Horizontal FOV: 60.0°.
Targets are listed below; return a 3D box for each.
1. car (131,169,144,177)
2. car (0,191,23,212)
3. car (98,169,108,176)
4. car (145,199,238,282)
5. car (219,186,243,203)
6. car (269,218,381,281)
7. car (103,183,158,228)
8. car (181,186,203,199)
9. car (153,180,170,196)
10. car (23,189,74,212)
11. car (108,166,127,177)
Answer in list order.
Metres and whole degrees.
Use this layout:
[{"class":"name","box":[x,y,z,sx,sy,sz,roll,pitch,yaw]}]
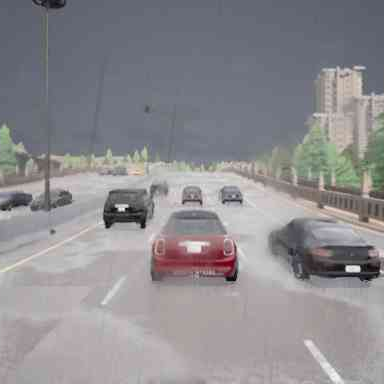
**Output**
[{"class":"car","box":[-10.672,-3.816,65.565,1.882,1.535,5.008,0,7,0]},{"class":"car","box":[-14.163,0.623,25.636,2.033,1.411,5.357,0,5,0]},{"class":"car","box":[-17.671,-4.001,67.860,1.994,1.385,4.181,0,6,0]},{"class":"car","box":[0.060,1.289,9.761,2.097,1.767,4.553,0,1,0]},{"class":"car","box":[3.520,0.167,30.478,2.033,1.411,5.357,0,6,0]},{"class":"car","box":[3.560,1.466,9.642,1.812,1.442,4.674,0,2,0]},{"class":"car","box":[-3.451,0.780,18.960,2.150,2.045,5.566,0,3,0]},{"class":"car","box":[0.023,0.174,30.402,2.033,1.411,5.357,0,6,0]},{"class":"car","box":[-3.492,-0.507,36.232,1.837,1.490,4.892,0,7,0]},{"class":"car","box":[-10.662,0.587,25.583,1.837,1.490,4.892,0,5,0]},{"class":"car","box":[-14.167,-4.061,65.425,2.150,2.045,5.566,0,7,0]}]
